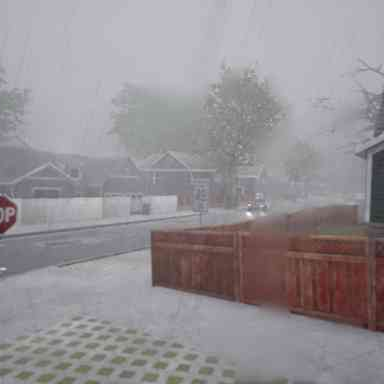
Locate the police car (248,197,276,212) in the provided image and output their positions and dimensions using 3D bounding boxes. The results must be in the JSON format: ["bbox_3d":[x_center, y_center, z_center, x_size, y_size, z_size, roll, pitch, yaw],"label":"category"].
[{"bbox_3d":[8.026,1.455,38.289,2.038,1.542,4.974,3,1,30],"label":"police car"}]
